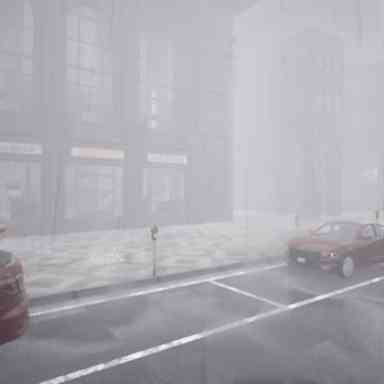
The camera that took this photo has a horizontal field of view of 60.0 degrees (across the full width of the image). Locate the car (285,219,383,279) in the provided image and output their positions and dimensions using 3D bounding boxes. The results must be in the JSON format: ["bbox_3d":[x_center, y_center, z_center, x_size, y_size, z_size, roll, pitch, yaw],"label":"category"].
[{"bbox_3d":[4.682,1.523,9.985,4.507,1.381,1.887,0,0,-35],"label":"car"}]

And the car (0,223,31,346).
[{"bbox_3d":[-4.439,1.319,3.477,5.009,1.841,2.192,0,0,-35],"label":"car"}]
